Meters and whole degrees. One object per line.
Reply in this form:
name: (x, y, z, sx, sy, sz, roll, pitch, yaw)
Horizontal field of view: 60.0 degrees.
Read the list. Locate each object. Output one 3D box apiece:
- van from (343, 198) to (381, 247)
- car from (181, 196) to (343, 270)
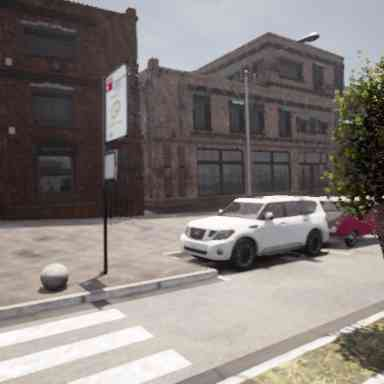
van: (6.779, 1.169, 14.377, 4.442, 1.987, 1.878, -1, 0, -35)
car: (2.318, 1.181, 11.232, 5.566, 2.045, 2.435, 0, 0, -35)
